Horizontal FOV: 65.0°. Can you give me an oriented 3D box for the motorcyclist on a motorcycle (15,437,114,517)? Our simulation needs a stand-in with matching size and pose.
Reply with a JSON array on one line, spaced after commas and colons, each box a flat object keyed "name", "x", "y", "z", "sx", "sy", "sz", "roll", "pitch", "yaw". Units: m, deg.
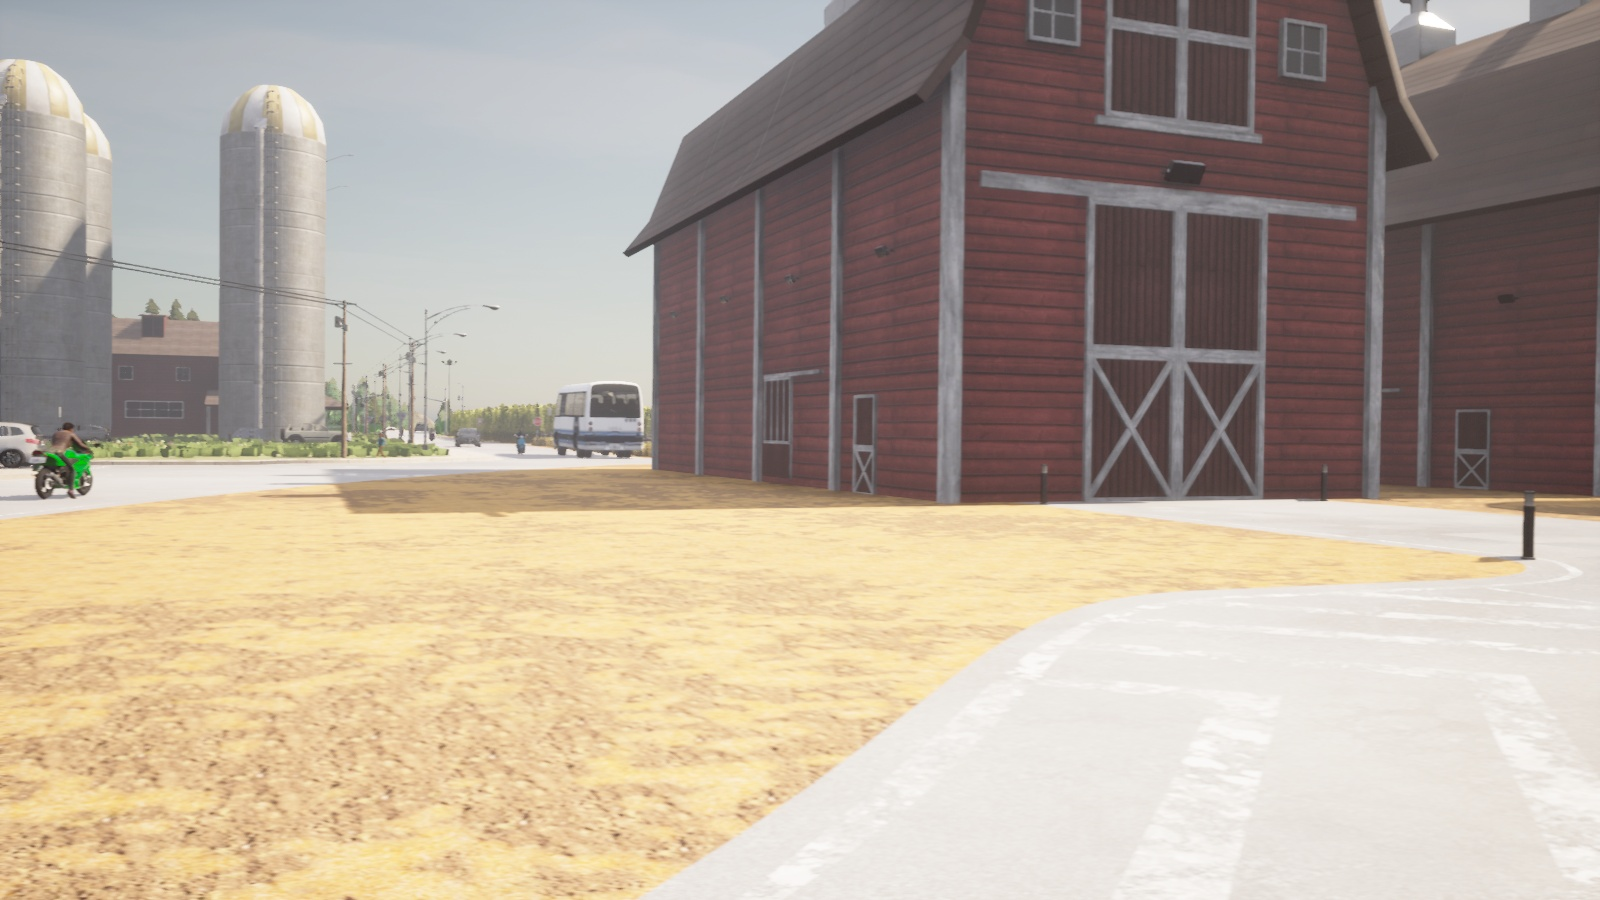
[{"name": "motorcyclist on a motorcycle", "x": -14.683, "y": 0.515, "z": 25.140, "sx": 0.797, "sy": 1.523, "sz": 2.044, "roll": -1, "pitch": 1, "yaw": -2}]

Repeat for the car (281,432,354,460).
[{"name": "car", "x": -33.200, "y": -0.292, "z": 86.429, "sx": 4.605, "sy": 1.855, "sz": 1.932, "roll": -1, "pitch": 1, "yaw": -22}]

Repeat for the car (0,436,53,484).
[{"name": "car", "x": -29.471, "y": 0.362, "z": 44.707, "sx": 4.611, "sy": 1.667, "sz": 2.242, "roll": -1, "pitch": 1, "yaw": -21}]

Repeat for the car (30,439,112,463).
[{"name": "car", "x": -48.692, "y": 0.028, "z": 83.971, "sx": 4.514, "sy": 1.525, "sz": 2.007, "roll": -1, "pitch": 1, "yaw": -22}]

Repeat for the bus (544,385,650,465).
[{"name": "bus", "x": -11.944, "y": -1.476, "z": 72.809, "sx": 3.944, "sy": 4.253, "sz": 10.273, "roll": -1, "pitch": 2, "yaw": -21}]
